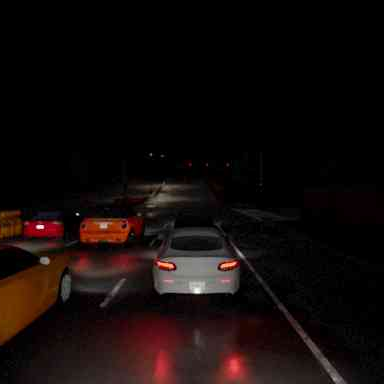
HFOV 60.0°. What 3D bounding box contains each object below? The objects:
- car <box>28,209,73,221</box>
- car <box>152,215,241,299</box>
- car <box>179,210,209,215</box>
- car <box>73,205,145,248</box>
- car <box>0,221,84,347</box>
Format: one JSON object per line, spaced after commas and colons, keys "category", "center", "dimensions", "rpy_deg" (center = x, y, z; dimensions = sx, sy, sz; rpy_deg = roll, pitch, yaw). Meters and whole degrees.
{"category": "car", "center": [-6.906, 1.561, 17.145], "dimensions": [1.994, 1.385, 4.181], "rpy_deg": [0, 0, 0]}
{"category": "car", "center": [0.094, 1.524, 8.301], "dimensions": [1.812, 1.442, 4.674], "rpy_deg": [0, 0, 0]}
{"category": "car", "center": [0.094, 1.598, 17.189], "dimensions": [1.895, 1.301, 4.718], "rpy_deg": [0, 0, 0]}
{"category": "car", "center": [-3.406, 1.349, 14.950], "dimensions": [2.097, 1.767, 4.553], "rpy_deg": [0, 0, 0]}
{"category": "car", "center": [-3.402, 1.477, 4.927], "dimensions": [1.882, 1.535, 5.008], "rpy_deg": [0, 0, 0]}
